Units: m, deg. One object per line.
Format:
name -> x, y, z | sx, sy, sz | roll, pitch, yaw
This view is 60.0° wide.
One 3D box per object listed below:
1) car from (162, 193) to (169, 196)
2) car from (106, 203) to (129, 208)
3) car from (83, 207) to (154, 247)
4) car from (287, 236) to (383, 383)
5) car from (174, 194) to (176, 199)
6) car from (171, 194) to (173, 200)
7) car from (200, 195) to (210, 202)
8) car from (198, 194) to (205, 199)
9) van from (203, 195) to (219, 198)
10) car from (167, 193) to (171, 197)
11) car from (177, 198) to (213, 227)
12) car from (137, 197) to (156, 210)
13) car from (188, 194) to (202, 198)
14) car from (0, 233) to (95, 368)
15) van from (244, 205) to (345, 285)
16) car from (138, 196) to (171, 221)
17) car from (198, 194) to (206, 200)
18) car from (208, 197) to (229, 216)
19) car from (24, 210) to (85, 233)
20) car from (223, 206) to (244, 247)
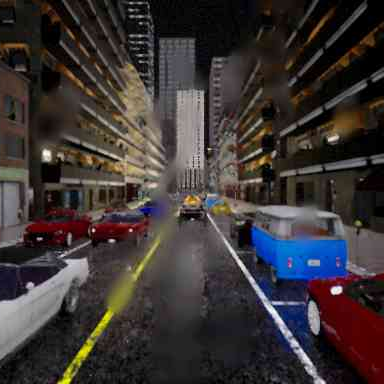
car -> -5.719, 1.409, 58.882 | 1.947, 1.339, 4.313 | 0, 0, 0
car -> -5.707, 1.508, 25.742 | 1.802, 1.307, 4.206 | 0, 0, 0
car -> -3.058, 1.557, 14.958 | 1.895, 1.301, 4.718 | 0, 0, 1
car -> 2.682, 1.534, 3.638 | 1.887, 1.381, 4.507 | 0, 0, 0
car -> -5.728, 1.232, 80.976 | 1.967, 1.590, 4.097 | -1, 0, 0
car -> -5.723, 1.361, 69.929 | 1.887, 1.381, 4.507 | 0, 0, 0
car -> 2.658, 1.368, 69.919 | 2.008, 1.369, 4.403 | -1, 0, 0
car -> 2.650, 1.293, 92.183 | 1.752, 1.417, 4.829 | -1, 0, 0
van -> 2.666, 1.225, 42.302 | 1.690, 1.788, 3.998 | -1, 0, 0
car -> -5.721, 1.374, 64.406 | 1.887, 1.381, 4.507 | 0, 0, 0
car -> 0.048, 1.428, 22.426 | 2.128, 1.511, 4.902 | 0, 0, 0
car -> -5.714, 1.409, 42.142 | 1.752, 1.417, 4.829 | 0, 0, 0
car -> 0.081, 1.351, 46.627 | 1.882, 1.535, 5.008 | 0, 0, 0
car -> -3.079, 1.587, 4.711 | 1.895, 1.301, 4.718 | 0, 0, 0
van -> 2.678, 1.314, 9.161 | 1.690, 1.788, 3.998 | 0, 0, 0
car -> -3.070, 1.401, 26.926 | 1.882, 1.535, 5.008 | 0, 1, 0
car -> 2.652, 1.331, 86.489 | 2.008, 1.369, 4.403 | -1, 0, 0
car -> 2.671, 1.437, 31.425 | 1.752, 1.417, 4.829 | 0, 0, 0
car -> -5.703, 1.502, 14.695 | 1.887, 1.381, 4.507 | 0, 0, 0
car -> 2.678, 1.523, 14.685 | 1.947, 1.339, 4.313 | 0, 0, 0
